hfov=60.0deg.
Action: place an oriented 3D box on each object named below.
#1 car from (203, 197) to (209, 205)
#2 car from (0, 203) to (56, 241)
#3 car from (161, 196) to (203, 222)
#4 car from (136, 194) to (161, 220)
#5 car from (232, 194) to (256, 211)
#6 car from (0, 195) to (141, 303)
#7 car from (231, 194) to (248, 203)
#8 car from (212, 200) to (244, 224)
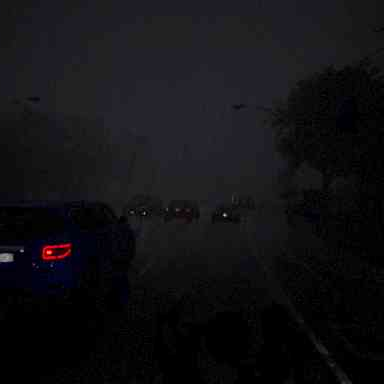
[{"bbox_3d":[1.535,1.509,58.308,1.812,1.442,4.674,0,0,23],"label":"car"},{"bbox_3d":[-9.360,1.450,17.498,1.882,1.535,5.008,0,0,8],"label":"car"},{"bbox_3d":[-0.675,1.347,26.347,2.097,1.767,4.553,0,0,10],"label":"car"},{"bbox_3d":[-4.073,1.204,28.367,2.150,2.045,5.566,0,0,11],"label":"car"},{"bbox_3d":[6.828,1.370,41.728,2.097,1.767,4.553,0,0,17],"label":"car"},{"bbox_3d":[-3.023,1.214,8.354,2.150,2.045,5.566,0,0,3],"label":"car"},{"bbox_3d":[9.637,1.258,67.396,2.097,1.767,4.553,0,0,26],"label":"car"},{"bbox_3d":[2.641,1.570,25.029,1.994,1.385,4.181,0,0,10],"label":"car"}]
